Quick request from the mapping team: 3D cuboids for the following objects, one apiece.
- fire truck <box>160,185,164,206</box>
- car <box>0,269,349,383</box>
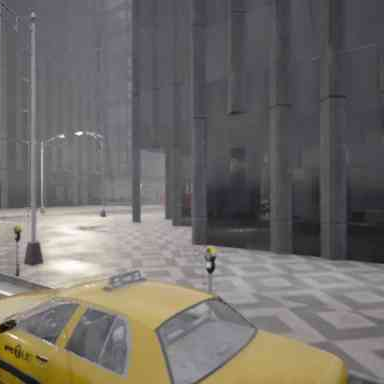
[{"bbox_3d":[-1.041,0.481,48.844,2.891,3.827,8.468,0,0,35],"label":"fire truck"},{"bbox_3d":[-0.911,1.531,3.614,4.829,1.417,1.752,0,0,35],"label":"car"}]
